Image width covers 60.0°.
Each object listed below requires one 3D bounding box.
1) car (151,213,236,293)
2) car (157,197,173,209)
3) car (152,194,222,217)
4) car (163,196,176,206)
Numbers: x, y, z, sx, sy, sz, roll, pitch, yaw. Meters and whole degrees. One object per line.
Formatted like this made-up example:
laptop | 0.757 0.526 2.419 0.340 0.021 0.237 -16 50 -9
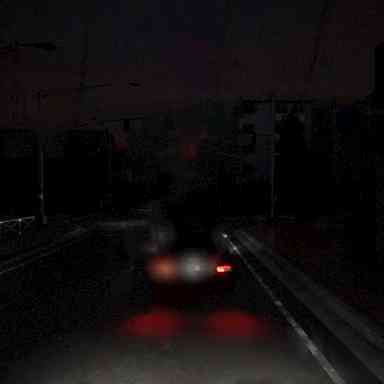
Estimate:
car | 0.040 1.547 9.000 2.033 1.411 5.357 0 0 0
car | -3.681 1.505 45.605 1.837 1.490 4.892 0 0 0
car | -0.240 1.163 25.231 5.566 2.045 2.150 1 -1 -36
car | -3.695 1.477 55.689 1.882 1.535 5.008 0 0 0
